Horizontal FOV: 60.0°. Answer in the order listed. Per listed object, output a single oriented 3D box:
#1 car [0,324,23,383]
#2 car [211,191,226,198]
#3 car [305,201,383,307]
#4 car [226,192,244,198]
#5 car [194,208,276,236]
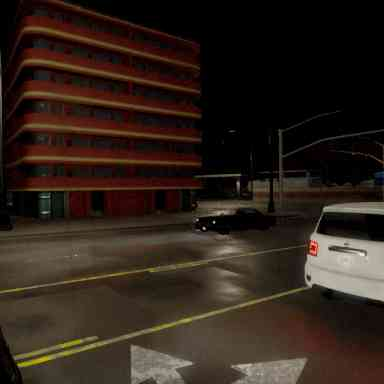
[{"bbox_3d":[-3.667,1.222,1.136,5.566,2.045,2.150,0,0,-35],"label":"car"},{"bbox_3d":[7.417,0.671,89.324,4.611,1.667,2.242,-1,1,-35],"label":"car"},{"bbox_3d":[4.775,1.218,7.134,5.566,2.045,2.150,0,0,-35],"label":"car"},{"bbox_3d":[11.384,0.818,85.098,3.806,1.475,1.970,-1,1,-35],"label":"car"},{"bbox_3d":[2.450,1.579,18.568,4.718,1.301,1.895,0,0,-35],"label":"car"}]
